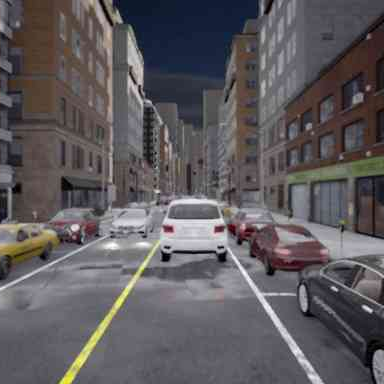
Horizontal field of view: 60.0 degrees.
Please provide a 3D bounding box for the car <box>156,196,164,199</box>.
[{"bbox_3d":[-5.764,1.700,64.702,2.192,1.841,5.009,0,0,0],"label":"car"}]

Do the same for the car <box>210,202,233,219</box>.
[{"bbox_3d":[2.810,1.711,32.584,1.752,1.417,4.829,0,0,0],"label":"car"}]

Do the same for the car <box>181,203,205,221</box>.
[{"bbox_3d":[0.053,1.734,29.926,1.994,1.385,4.181,0,0,0],"label":"car"}]

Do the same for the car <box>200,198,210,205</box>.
[{"bbox_3d":[2.754,1.985,70.214,1.947,1.339,4.313,0,0,0],"label":"car"}]

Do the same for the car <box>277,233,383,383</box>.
[{"bbox_3d":[2.851,1.578,4.786,2.008,1.369,4.403,0,0,0],"label":"car"}]

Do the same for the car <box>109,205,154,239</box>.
[{"bbox_3d":[-3.125,1.627,18.014,1.812,1.442,4.674,0,0,0],"label":"car"}]

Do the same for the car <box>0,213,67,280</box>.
[{"bbox_3d":[-5.682,1.583,10.129,1.752,1.417,4.829,0,0,0],"label":"car"}]

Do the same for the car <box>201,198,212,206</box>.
[{"bbox_3d":[2.762,1.929,64.712,1.887,1.381,4.507,0,0,0],"label":"car"}]

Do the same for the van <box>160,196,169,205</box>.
[{"bbox_3d":[-5.772,1.761,70.203,1.690,1.788,3.998,0,0,0],"label":"van"}]

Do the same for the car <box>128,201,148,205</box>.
[{"bbox_3d":[-5.715,1.710,32.232,1.752,1.417,4.829,0,0,0],"label":"car"}]

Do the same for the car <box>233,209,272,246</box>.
[{"bbox_3d":[2.834,1.529,15.837,1.967,1.590,4.097,0,0,0],"label":"car"}]

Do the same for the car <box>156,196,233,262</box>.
[{"bbox_3d":[0.075,1.292,12.622,2.150,2.045,5.566,0,0,0],"label":"car"}]

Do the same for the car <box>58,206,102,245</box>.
[{"bbox_3d":[-5.691,1.530,15.825,1.967,1.590,4.097,0,0,0],"label":"car"}]

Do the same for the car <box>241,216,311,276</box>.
[{"bbox_3d":[2.843,1.640,10.311,1.802,1.307,4.206,0,0,0],"label":"car"}]
